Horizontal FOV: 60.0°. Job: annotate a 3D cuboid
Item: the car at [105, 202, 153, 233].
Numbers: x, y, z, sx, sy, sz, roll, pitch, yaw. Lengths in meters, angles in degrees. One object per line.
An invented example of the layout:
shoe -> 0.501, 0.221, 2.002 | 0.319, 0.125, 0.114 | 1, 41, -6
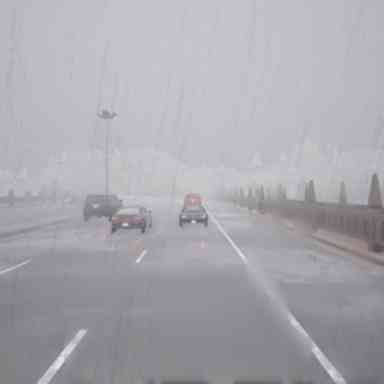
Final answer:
car -> -3.400, 1.489, 19.317 | 1.812, 1.442, 4.674 | 0, 0, 0

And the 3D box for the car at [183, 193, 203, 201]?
car -> 0.112, 1.151, 41.314 | 2.150, 2.045, 5.566 | 0, 0, 0

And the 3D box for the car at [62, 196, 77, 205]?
car -> -21.030, 1.418, 57.963 | 2.128, 1.511, 4.902 | 0, 0, 1

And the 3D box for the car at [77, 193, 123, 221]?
car -> -6.899, 1.172, 26.441 | 2.150, 2.045, 5.566 | 0, 0, 0

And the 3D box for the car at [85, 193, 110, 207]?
car -> -14.062, 1.146, 49.701 | 2.150, 2.045, 5.566 | 0, 0, 0

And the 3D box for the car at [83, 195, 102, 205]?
car -> -17.527, 1.403, 59.012 | 1.882, 1.535, 5.008 | 0, 0, 1

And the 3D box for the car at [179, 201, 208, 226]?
car -> 0.101, 1.558, 22.959 | 1.895, 1.301, 4.718 | 0, 0, 0
